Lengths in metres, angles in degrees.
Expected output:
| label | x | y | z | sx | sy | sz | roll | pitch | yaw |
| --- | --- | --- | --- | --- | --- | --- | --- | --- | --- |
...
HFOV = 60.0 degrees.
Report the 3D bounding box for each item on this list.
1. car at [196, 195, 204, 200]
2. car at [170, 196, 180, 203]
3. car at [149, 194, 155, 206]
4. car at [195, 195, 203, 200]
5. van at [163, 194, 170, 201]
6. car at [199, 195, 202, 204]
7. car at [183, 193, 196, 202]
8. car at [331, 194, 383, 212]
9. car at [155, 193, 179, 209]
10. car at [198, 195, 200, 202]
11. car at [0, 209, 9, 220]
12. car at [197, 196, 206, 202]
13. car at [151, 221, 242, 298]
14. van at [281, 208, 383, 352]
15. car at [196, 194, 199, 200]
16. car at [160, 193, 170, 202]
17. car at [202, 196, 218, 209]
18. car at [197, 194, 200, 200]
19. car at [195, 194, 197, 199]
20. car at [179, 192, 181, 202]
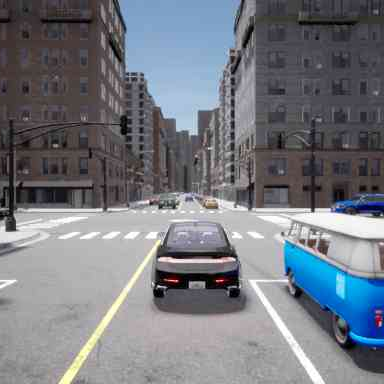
| label | x | y | z | sx | sy | sz | roll | pitch | yaw |
| --- | --- | --- | --- | --- | --- | --- | --- | --- | --- |
| car | 2.057 | 1.502 | 89.379 | 2.008 | 1.369 | 4.403 | 0 | 0 | -1 |
| car | -3.536 | 1.570 | 69.902 | 1.895 | 1.301 | 4.718 | 0 | 0 | -1 |
| car | -6.019 | 1.300 | 56.111 | 2.192 | 1.841 | 5.009 | 0 | 0 | -1 |
| car | 1.982 | 1.494 | 94.904 | 2.008 | 1.369 | 4.403 | 0 | 0 | -1 |
| van | -6.391 | 1.300 | 83.737 | 1.690 | 1.788 | 3.998 | 0 | 0 | -1 |
| car | 2.581 | 1.428 | 50.700 | 1.967 | 1.590 | 4.097 | 0 | 0 | -1 |
| car | -0.615 | 1.492 | 76.044 | 1.812 | 1.442 | 4.674 | 0 | 0 | -1 |
| car | 15.290 | 1.213 | 29.378 | 5.566 | 2.045 | 2.150 | 0 | 0 | -1 |
| car | -3.292 | 1.213 | 44.639 | 2.150 | 2.045 | 5.566 | 0 | 0 | -1 |
| car | 2.506 | 1.536 | 56.226 | 2.008 | 1.369 | 4.403 | 0 | 0 | -1 |
| car | -16.569 | 1.580 | 25.560 | 4.718 | 1.301 | 1.895 | 0 | 0 | -1 |
| car | 2.207 | 1.547 | 78.328 | 1.802 | 1.307 | 4.206 | 0 | 0 | -1 |
| car | 0.093 | 1.491 | 8.517 | 2.128 | 1.511 | 4.902 | 0 | 0 | 0 |
| van | 2.855 | 1.341 | 5.986 | 1.690 | 1.788 | 3.998 | 0 | 0 | 0 |
| car | 2.356 | 1.521 | 67.278 | 1.887 | 1.381 | 4.507 | 0 | 0 | -1 |
| car | -6.318 | 1.280 | 78.213 | 2.192 | 1.841 | 5.009 | 0 | 0 | -1 |
| car | 2.654 | 1.516 | 45.345 | 1.752 | 1.417 | 4.829 | 0 | 0 | -1 |
| car | 2.431 | 1.547 | 61.752 | 1.947 | 1.339 | 4.313 | 0 | 0 | -1 |
| car | 2.282 | 1.522 | 72.802 | 2.008 | 1.369 | 4.403 | 0 | 0 | -1 |
| car | -3.445 | 1.208 | 56.860 | 2.150 | 2.045 | 5.566 | 0 | 0 | -1 |
